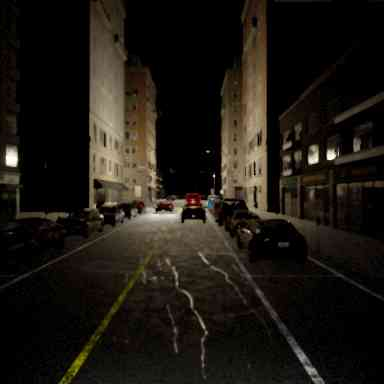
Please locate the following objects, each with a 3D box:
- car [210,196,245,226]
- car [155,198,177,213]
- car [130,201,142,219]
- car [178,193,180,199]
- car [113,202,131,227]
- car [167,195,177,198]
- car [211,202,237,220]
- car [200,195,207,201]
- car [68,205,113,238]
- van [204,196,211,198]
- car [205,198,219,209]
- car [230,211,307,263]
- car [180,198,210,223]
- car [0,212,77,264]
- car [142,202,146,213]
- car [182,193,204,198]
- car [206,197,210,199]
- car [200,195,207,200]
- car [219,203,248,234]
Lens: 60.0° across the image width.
[{"bbox_3d":[2.691,1.333,23.161,2.192,1.841,5.009,1,0,0],"label":"car"},{"bbox_3d":[-3.017,1.628,37.145,1.895,1.301,4.718,0,0,1],"label":"car"},{"bbox_3d":[-5.834,1.588,28.843,1.947,1.339,4.313,1,0,0],"label":"car"},{"bbox_3d":[-5.341,1.606,94.685,2.008,1.369,4.403,1,0,1],"label":"car"},{"bbox_3d":[-5.837,1.584,23.170,1.947,1.339,4.313,1,0,0],"label":"car"},{"bbox_3d":[-5.488,1.634,83.627,1.802,1.307,4.206,1,0,1],"label":"car"},{"bbox_3d":[2.691,1.604,28.834,1.802,1.307,4.206,1,0,0],"label":"car"},{"bbox_3d":[3.111,1.597,89.048,1.887,1.381,4.507,1,0,1],"label":"car"},{"bbox_3d":[-5.840,1.565,17.496,2.008,1.369,4.403,1,0,0],"label":"car"},{"bbox_3d":[2.701,1.370,40.181,1.690,1.788,3.998,1,0,0],"label":"van"},{"bbox_3d":[2.702,1.557,46.024,1.752,1.417,4.829,1,0,0],"label":"car"},{"bbox_3d":[2.682,1.575,11.814,1.947,1.339,4.313,1,0,0],"label":"car"},{"bbox_3d":[0.114,1.512,25.811,2.128,1.511,4.902,0,0,0],"label":"car"},{"bbox_3d":[-5.844,1.591,11.823,1.802,1.307,4.206,1,0,0],"label":"car"},{"bbox_3d":[-5.831,1.570,34.515,1.887,1.381,4.507,1,0,0],"label":"car"},{"bbox_3d":[0.125,1.252,43.774,2.150,2.045,5.566,0,0,0],"label":"car"},{"bbox_3d":[2.696,1.551,34.677,1.752,1.417,4.829,1,0,0],"label":"car"},{"bbox_3d":[3.184,1.605,94.578,2.008,1.369,4.403,1,0,1],"label":"car"},{"bbox_3d":[2.686,1.539,17.657,1.752,1.417,4.829,1,0,0],"label":"car"}]
